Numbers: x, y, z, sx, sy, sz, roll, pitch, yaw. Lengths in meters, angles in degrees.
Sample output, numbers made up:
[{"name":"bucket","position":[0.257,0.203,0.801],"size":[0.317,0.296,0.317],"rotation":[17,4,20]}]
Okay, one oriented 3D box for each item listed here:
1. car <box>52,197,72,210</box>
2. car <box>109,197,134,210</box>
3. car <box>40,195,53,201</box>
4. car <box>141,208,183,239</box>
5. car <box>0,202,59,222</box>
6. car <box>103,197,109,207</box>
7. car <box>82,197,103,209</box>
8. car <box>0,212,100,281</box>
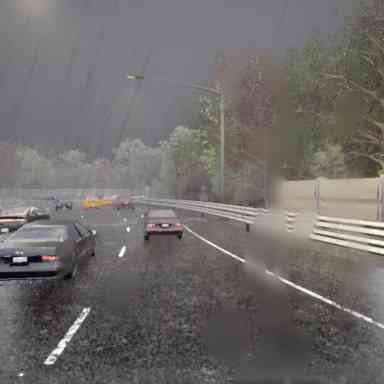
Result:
[{"name":"car","position":[-16.759,1.597,43.132],"size":[1.895,1.301,4.718],"rotation":[0,0,-25]},{"name":"car","position":[-8.789,1.351,42.074],"size":[2.097,1.767,4.553],"rotation":[0,0,-23]},{"name":"car","position":[-35.089,1.493,80.662],"size":[4.892,1.490,1.837],"rotation":[0,0,43]},{"name":"car","position":[-1.632,1.546,17.358],"size":[2.033,1.411,5.357],"rotation":[0,0,-10]},{"name":"car","position":[-8.710,1.490,17.198],"size":[2.128,1.511,4.902],"rotation":[0,0,-10]},{"name":"car","position":[-13.488,1.473,52.794],"size":[1.882,1.535,5.008],"rotation":[0,0,-25]},{"name":"car","position":[-13.570,1.473,44.488],"size":[1.882,1.535,5.008],"rotation":[0,0,-25]},{"name":"car","position":[-4.076,1.546,9.879],"size":[2.033,1.411,5.357],"rotation":[0,0,-6]}]
